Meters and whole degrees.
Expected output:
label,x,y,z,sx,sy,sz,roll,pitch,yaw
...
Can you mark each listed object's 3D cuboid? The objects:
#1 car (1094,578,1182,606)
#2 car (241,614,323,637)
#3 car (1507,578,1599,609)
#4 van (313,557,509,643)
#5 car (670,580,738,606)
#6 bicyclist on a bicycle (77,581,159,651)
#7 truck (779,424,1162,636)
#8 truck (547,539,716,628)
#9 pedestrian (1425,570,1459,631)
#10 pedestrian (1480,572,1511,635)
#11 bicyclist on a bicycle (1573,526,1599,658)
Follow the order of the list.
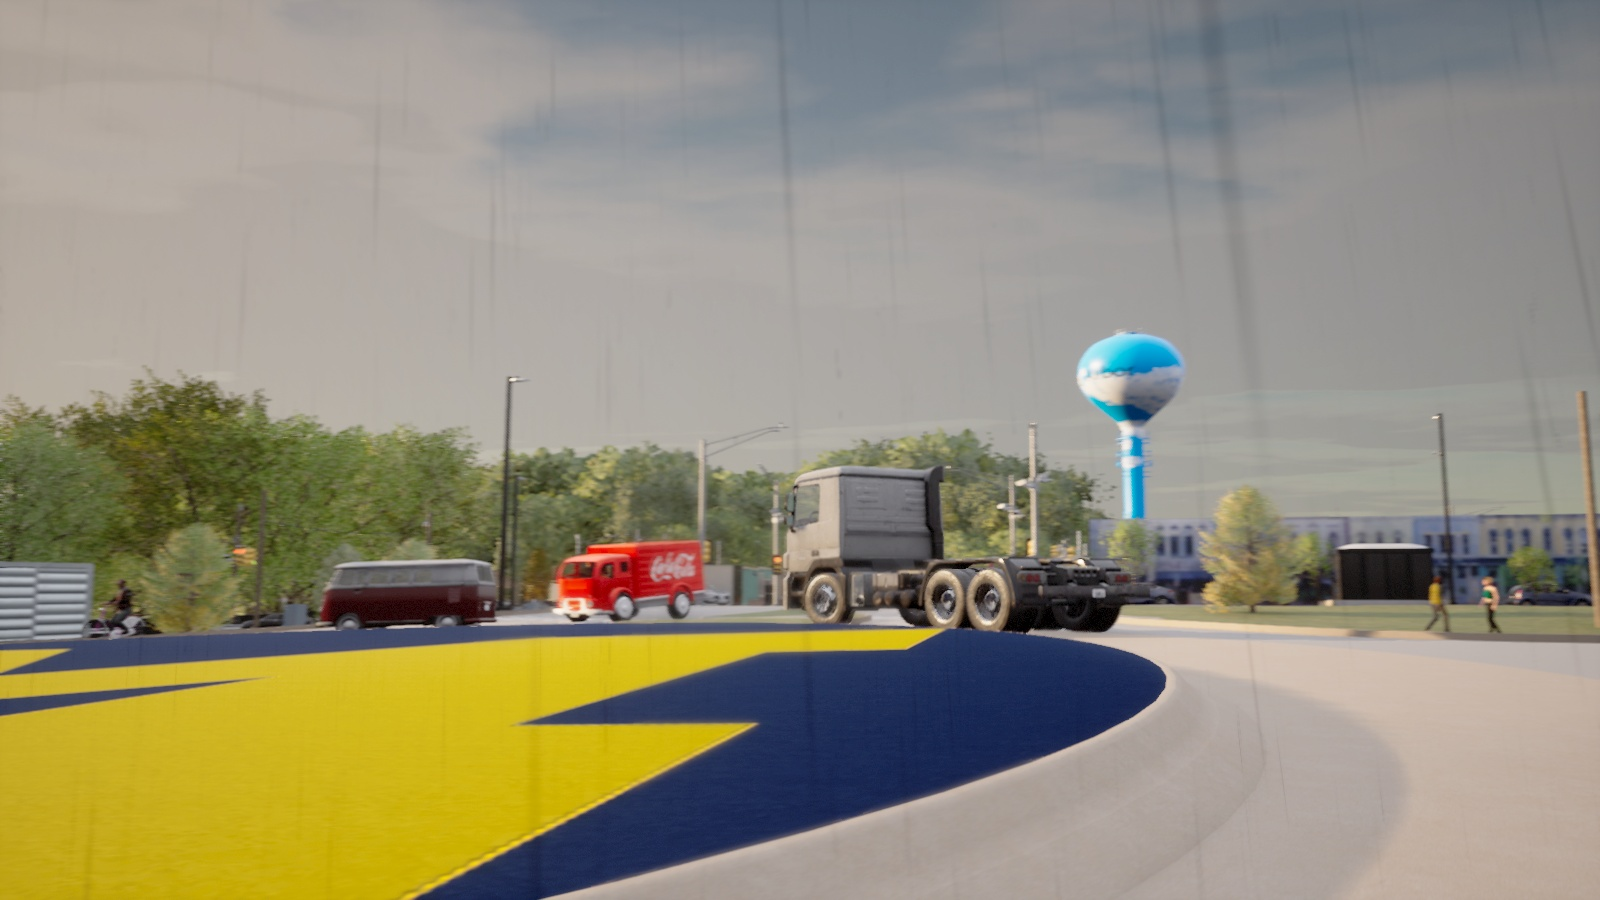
label,x,y,z,sx,sy,sz,roll,pitch,yaw
car,20.476,8.619,76.278,5.027,1.651,2.152,-1,-8,11
car,-35.471,12.024,86.126,4.892,1.490,1.837,1,-7,-9
car,41.052,7.807,68.356,3.988,1.617,1.851,-1,-8,11
van,-9.930,3.868,32.269,4.442,1.987,1.775,-2,-8,5
car,-5.772,8.619,75.484,3.806,1.475,1.970,-6,-10,42
bicyclist on a bicycle,-18.079,4.378,33.327,0.659,1.776,1.843,-5,-8,24
truck,2.923,1.781,24.617,2.891,3.462,7.936,4,-8,-33
truck,-5.431,4.312,41.175,2.627,2.467,5.204,-4,-3,33
pedestrian,19.690,4.617,38.528,0.726,1.835,0.370,0,-8,-2
pedestrian,20.661,4.567,37.315,0.594,1.836,0.345,-1,-8,4
bicyclist on a bicycle,10.344,1.713,15.143,0.866,1.612,1.509,1,-6,-11
